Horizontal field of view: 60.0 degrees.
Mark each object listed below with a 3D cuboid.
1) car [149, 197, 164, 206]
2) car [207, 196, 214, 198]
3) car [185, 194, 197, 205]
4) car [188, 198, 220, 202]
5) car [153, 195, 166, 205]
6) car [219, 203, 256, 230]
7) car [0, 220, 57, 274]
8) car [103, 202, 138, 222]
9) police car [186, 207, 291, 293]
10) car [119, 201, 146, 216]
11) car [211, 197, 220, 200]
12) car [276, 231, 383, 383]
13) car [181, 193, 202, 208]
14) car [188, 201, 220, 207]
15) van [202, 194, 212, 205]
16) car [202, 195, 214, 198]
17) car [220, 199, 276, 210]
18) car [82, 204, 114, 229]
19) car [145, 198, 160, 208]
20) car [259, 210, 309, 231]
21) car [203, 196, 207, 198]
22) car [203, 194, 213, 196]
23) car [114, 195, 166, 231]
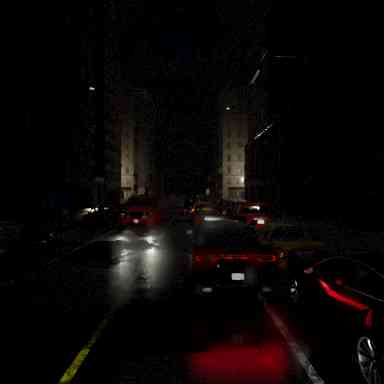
[{"bbox_3d":[-5.784,1.561,54.677,1.947,1.339,4.313,0,0,0],"label":"car"},{"bbox_3d":[2.788,1.437,32.607,1.967,1.590,4.097,0,0,0],"label":"car"},{"bbox_3d":[-0.129,1.347,60.259,2.097,1.767,4.553,0,0,0],"label":"car"},{"bbox_3d":[0.847,1.476,24.889,1.882,1.535,5.008,0,0,0],"label":"car"},{"bbox_3d":[-5.796,1.435,60.202,1.967,1.590,4.097,0,0,0],"label":"car"},{"bbox_3d":[2.811,1.524,21.730,1.752,1.417,4.829,0,0,0],"label":"car"},{"bbox_3d":[-5.691,1.581,10.477,1.802,1.307,4.206,0,0,0],"label":"car"},{"bbox_3d":[-5.726,1.564,27.052,1.947,1.339,4.313,0,0,0],"label":"car"},{"bbox_3d":[0.880,1.425,8.999,1.930,1.638,5.238,0,0,0],"label":"police car"},{"bbox_3d":[-5.737,1.563,32.577,1.947,1.339,4.313,0,0,0],"label":"car"},{"bbox_3d":[2.800,1.438,27.084,1.967,1.590,4.097,0,0,0],"label":"car"},{"bbox_3d":[2.847,1.566,4.990,1.947,1.339,4.313,0,0,0],"label":"car"},{"bbox_3d":[-0.087,1.348,46.854,2.097,1.767,4.553,0,0,0],"label":"car"},{"bbox_3d":[0.860,1.477,18.889,1.882,1.535,5.008,0,0,0],"label":"car"},{"bbox_3d":[2.730,1.336,60.226,1.690,1.788,3.998,0,0,0],"label":"van"},{"bbox_3d":[2.753,1.562,49.178,1.947,1.339,4.313,0,0,0],"label":"car"},{"bbox_3d":[2.824,1.314,16.036,2.192,1.841,5.009,0,0,0],"label":"car"},{"bbox_3d":[-5.714,1.543,21.527,1.887,1.381,4.507,0,0,0],"label":"car"},{"bbox_3d":[-5.773,1.578,49.152,1.802,1.307,4.206,0,0,0],"label":"car"},{"bbox_3d":[2.835,1.525,10.683,1.752,1.417,4.829,0,0,0],"label":"car"},{"bbox_3d":[2.765,1.547,43.655,2.008,1.369,4.403,0,0,0],"label":"car"},{"bbox_3d":[2.742,1.310,54.702,2.192,1.841,5.009,0,0,0],"label":"car"},{"bbox_3d":[-3.045,1.220,20.844,2.150,2.045,5.566,0,0,0],"label":"car"}]
